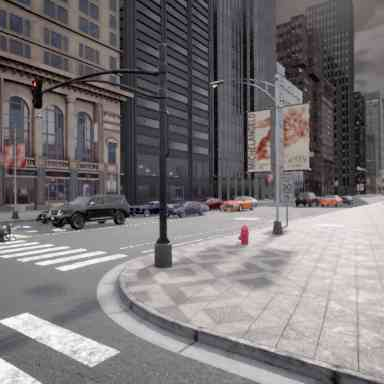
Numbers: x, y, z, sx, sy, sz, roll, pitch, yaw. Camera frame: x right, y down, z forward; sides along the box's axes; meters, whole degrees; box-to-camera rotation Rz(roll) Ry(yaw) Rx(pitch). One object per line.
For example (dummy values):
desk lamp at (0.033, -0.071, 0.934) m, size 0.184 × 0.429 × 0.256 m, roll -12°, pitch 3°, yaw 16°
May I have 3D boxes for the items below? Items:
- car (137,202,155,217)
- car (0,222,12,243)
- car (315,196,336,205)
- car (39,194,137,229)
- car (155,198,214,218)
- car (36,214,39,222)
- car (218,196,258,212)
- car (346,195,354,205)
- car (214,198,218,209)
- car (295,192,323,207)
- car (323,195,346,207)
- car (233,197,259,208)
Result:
car at (-3.786, 1.564, 31.008) m, size 1.895 × 1.301 × 4.718 m, roll -1°, pitch 0°, yaw 35°
car at (-9.756, 1.476, 12.879) m, size 4.892 × 1.490 × 1.837 m, roll 0°, pitch 3°, yaw -35°
car at (22.869, 1.396, 56.918) m, size 2.033 × 1.411 × 5.357 m, roll -1°, pitch 0°, yaw 35°
car at (-6.503, 1.185, 21.587) m, size 2.150 × 2.045 × 5.566 m, roll -1°, pitch 0°, yaw 35°
car at (-0.558, 1.484, 29.938) m, size 2.033 × 1.411 × 5.357 m, roll -1°, pitch 0°, yaw 35°
car at (-8.859, 1.549, 23.876) m, size 1.994 × 1.385 × 4.181 m, roll -1°, pitch 0°, yaw 35°
car at (5.359, 1.264, 38.211) m, size 2.097 × 1.767 × 4.553 m, roll -1°, pitch 0°, yaw 36°
car at (25.299, 1.330, 54.727) m, size 1.837 × 1.490 × 4.892 m, roll -1°, pitch 0°, yaw 35°
car at (1.929, 1.417, 39.028) m, size 1.882 × 1.535 × 5.008 m, roll -1°, pitch 0°, yaw 36°
car at (16.776, 1.081, 48.362) m, size 2.150 × 2.045 × 5.566 m, roll -1°, pitch 0°, yaw 36°
car at (19.914, 1.187, 47.162) m, size 2.097 × 1.767 × 4.553 m, roll -1°, pitch 0°, yaw 36°
car at (7.700, 1.444, 47.075) m, size 1.812 × 1.442 × 4.674 m, roll -1°, pitch 0°, yaw 36°
